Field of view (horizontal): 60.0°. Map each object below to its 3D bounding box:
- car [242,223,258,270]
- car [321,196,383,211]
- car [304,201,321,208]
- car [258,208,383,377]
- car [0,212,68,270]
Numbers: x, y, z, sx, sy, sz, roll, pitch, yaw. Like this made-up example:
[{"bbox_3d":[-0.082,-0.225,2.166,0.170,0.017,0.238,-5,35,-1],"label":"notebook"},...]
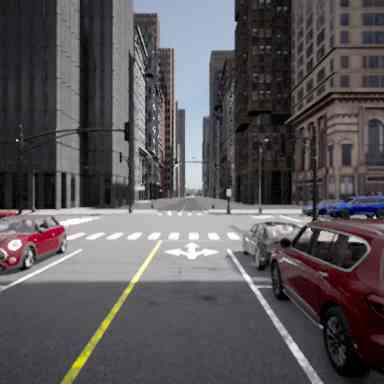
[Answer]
[{"bbox_3d":[2.754,1.645,11.165,2.008,1.369,4.403,0,0,0],"label":"car"},{"bbox_3d":[15.045,1.422,30.015,5.566,2.045,2.150,0,0,-2],"label":"car"},{"bbox_3d":[13.379,1.571,33.253,4.553,1.767,2.097,0,0,0],"label":"car"},{"bbox_3d":[2.757,1.363,5.565,2.192,1.841,5.009,0,0,0],"label":"car"},{"bbox_3d":[-5.771,1.535,11.160,1.967,1.590,4.097,0,0,0],"label":"car"}]
